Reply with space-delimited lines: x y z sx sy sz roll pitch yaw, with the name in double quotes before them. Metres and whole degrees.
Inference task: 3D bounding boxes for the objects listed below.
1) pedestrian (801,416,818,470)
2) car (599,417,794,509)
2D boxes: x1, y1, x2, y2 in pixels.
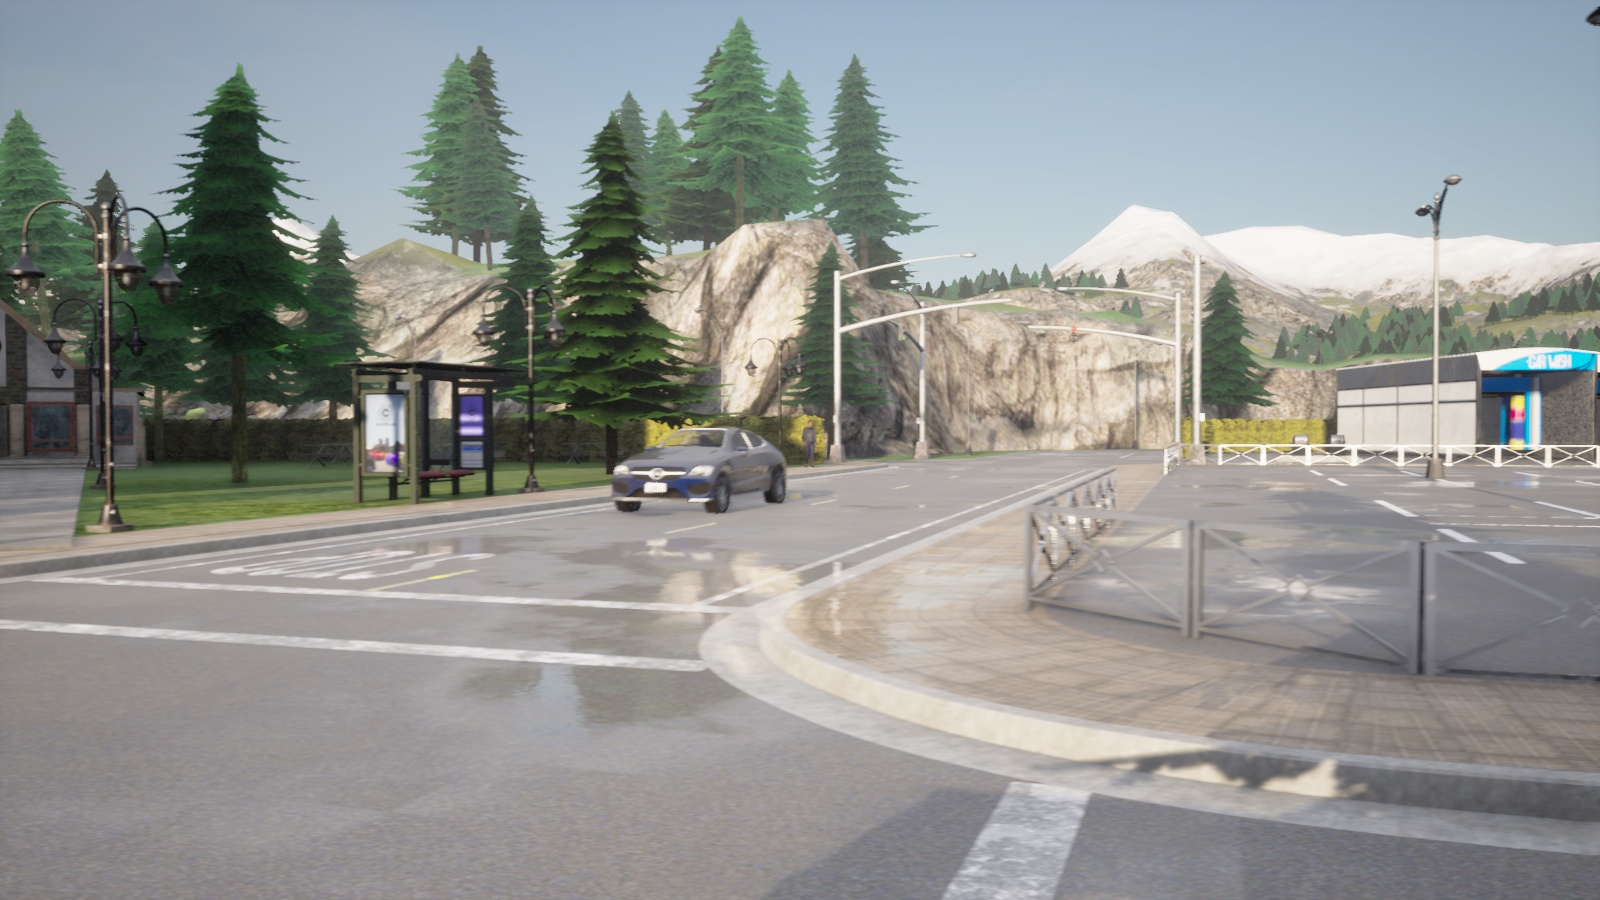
"pedestrian" 0.350 -0.271 45.689 0.423 1.949 0.788 0 1 -12
"car" -1.927 0.183 25.343 2.152 1.651 5.027 1 1 18
